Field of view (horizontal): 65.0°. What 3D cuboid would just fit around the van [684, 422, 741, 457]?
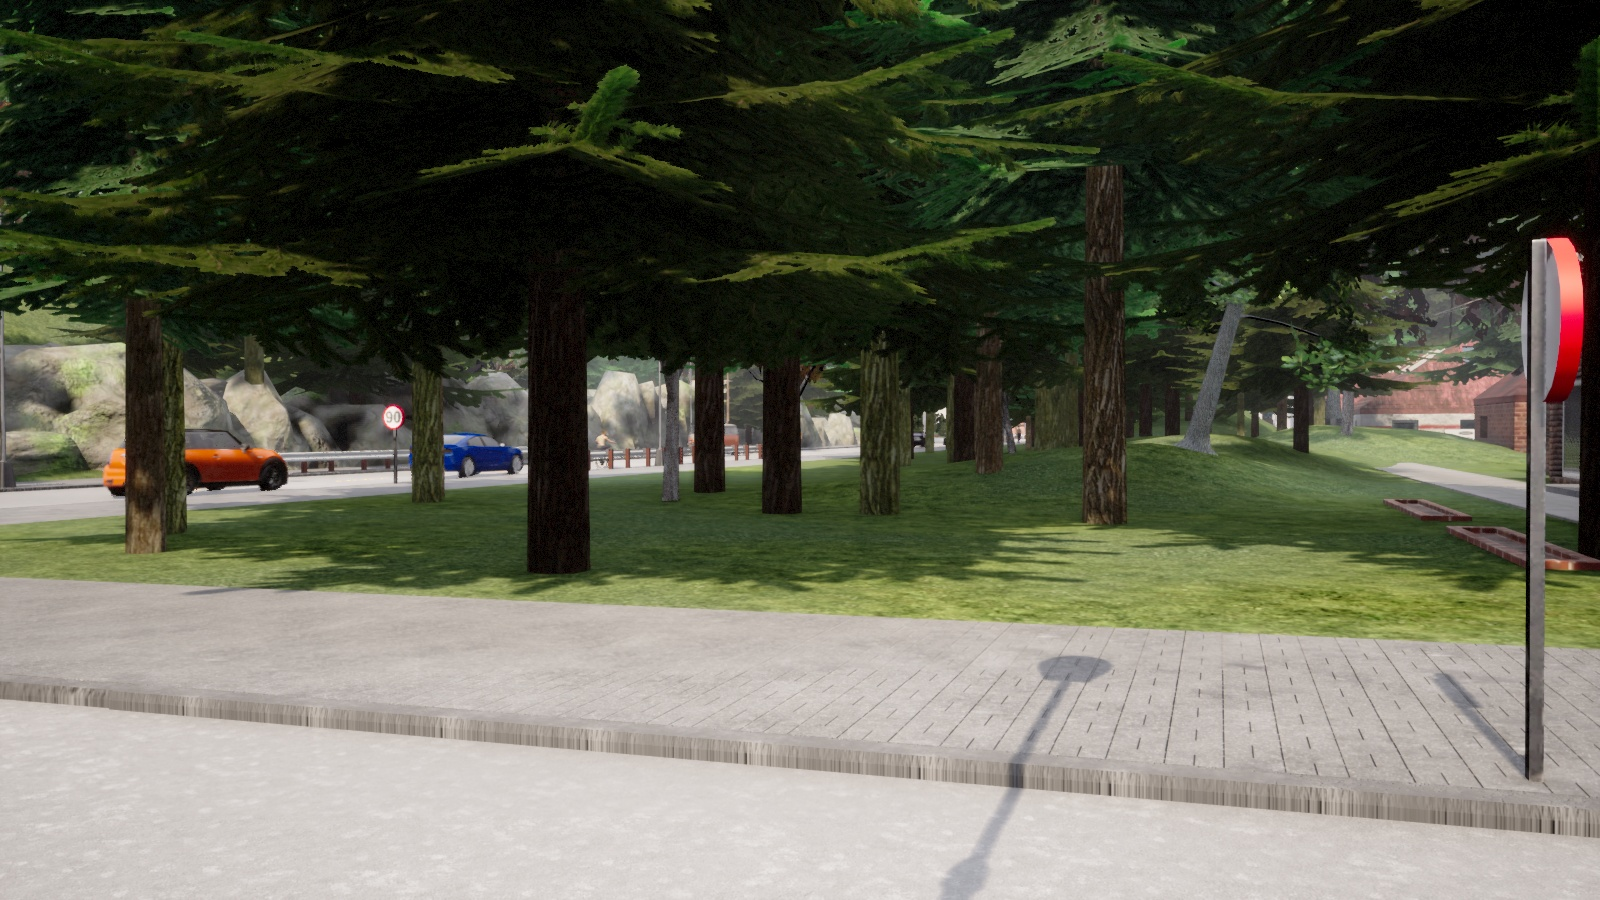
[{"bbox_3d":[-5.167,-0.638,74.748,1.775,1.987,4.442,1,1,18],"label":"van"}]

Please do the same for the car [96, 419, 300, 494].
[{"bbox_3d":[-15.150,0.117,31.915,2.097,1.767,4.553,1,1,18],"label":"car"}]

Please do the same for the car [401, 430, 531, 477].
[{"bbox_3d":[-11.400,0.069,43.278,1.882,1.535,5.008,1,1,18],"label":"car"}]
